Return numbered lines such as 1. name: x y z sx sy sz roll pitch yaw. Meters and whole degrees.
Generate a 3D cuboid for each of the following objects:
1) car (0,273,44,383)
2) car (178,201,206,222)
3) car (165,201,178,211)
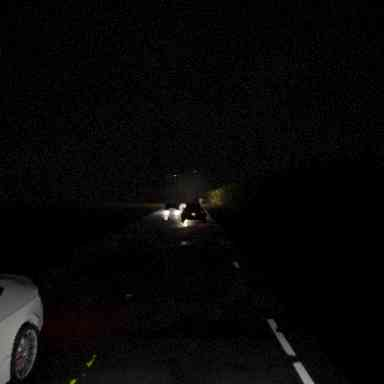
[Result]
1. car: -2.847 1.528 2.642 1.812 1.442 4.674 0 0 0
2. car: 0.115 1.688 27.346 1.994 1.385 4.181 0 -1 0
3. car: -2.778 1.898 46.890 1.895 1.301 4.718 0 -1 1
